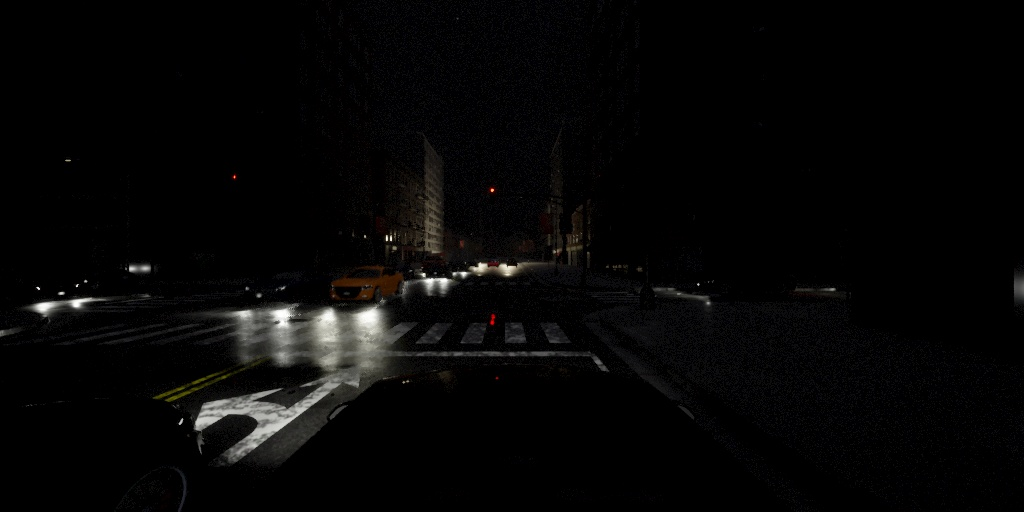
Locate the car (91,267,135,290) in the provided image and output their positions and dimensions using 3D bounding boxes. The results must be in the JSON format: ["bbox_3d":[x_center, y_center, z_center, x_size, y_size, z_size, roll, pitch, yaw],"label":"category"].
[{"bbox_3d":[-25.380,1.330,21.622,4.313,1.339,1.948,0,0,0],"label":"car"}]

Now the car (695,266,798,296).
[{"bbox_3d":[12.452,1.294,19.242,4.892,1.490,1.837,0,0,2],"label":"car"}]

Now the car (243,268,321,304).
[{"bbox_3d":[-9.852,1.274,16.293,1.812,1.442,4.674,0,0,0],"label":"car"}]

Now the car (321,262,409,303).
[{"bbox_3d":[-6.604,1.229,16.821,1.882,1.535,5.008,0,0,0],"label":"car"}]

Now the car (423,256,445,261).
[{"bbox_3d":[-9.859,0.968,45.611,2.150,2.045,5.566,0,0,0],"label":"car"}]

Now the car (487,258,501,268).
[{"bbox_3d":[-3.268,1.341,62.641,1.895,1.301,4.718,0,0,0],"label":"car"}]

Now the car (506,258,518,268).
[{"bbox_3d":[-0.018,1.245,62.195,1.837,1.490,4.892,0,0,0],"label":"car"}]

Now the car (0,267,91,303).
[{"bbox_3d":[-22.901,1.291,16.125,5.357,1.411,2.033,0,0,0],"label":"car"}]

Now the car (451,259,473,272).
[{"bbox_3d":[-6.612,1.309,46.057,1.994,1.385,4.181,0,0,0],"label":"car"}]

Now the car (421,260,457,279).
[{"bbox_3d":[-6.609,1.312,32.948,1.994,1.385,4.181,0,0,0],"label":"car"}]

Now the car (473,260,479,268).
[{"bbox_3d":[-6.585,1.289,59.389,2.033,1.411,5.357,0,0,0],"label":"car"}]

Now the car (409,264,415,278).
[{"bbox_3d":[-9.859,1.275,31.307,1.812,1.442,4.674,0,0,0],"label":"car"}]

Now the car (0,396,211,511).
[{"bbox_3d":[-3.244,1.276,0.782,1.812,1.442,4.674,0,0,0],"label":"car"}]
